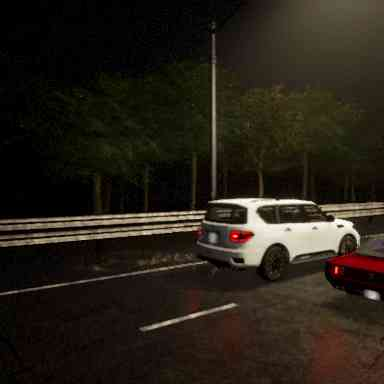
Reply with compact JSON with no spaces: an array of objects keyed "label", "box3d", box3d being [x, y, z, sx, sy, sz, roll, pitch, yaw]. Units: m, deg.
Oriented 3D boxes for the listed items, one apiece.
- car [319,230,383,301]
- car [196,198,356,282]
[{"label":"car","box3d":[5.106,1.589,7.376,4.718,1.301,1.895,0,0,-35]},{"label":"car","box3d":[2.707,1.210,9.965,5.566,2.045,2.150,0,0,-35]}]
